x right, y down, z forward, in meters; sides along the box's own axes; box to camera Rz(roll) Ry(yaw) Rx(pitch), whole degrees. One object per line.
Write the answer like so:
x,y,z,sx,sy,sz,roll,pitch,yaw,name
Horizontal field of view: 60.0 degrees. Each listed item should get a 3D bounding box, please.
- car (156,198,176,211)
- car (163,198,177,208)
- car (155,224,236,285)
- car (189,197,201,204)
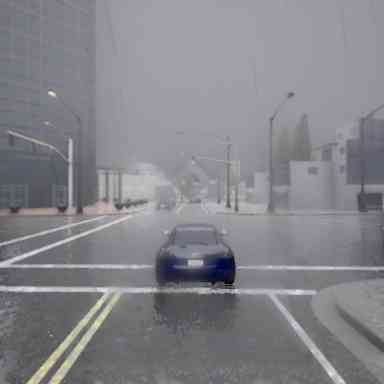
-3.596,1.652,43.356,2.128,1.511,4.902,0,0,0,car
-3.553,1.703,53.756,1.837,1.490,4.892,0,0,0,car
0.087,1.607,9.633,1.994,1.385,4.181,0,0,0,car
0.716,1.778,69.299,2.128,1.511,4.902,0,0,12,car
